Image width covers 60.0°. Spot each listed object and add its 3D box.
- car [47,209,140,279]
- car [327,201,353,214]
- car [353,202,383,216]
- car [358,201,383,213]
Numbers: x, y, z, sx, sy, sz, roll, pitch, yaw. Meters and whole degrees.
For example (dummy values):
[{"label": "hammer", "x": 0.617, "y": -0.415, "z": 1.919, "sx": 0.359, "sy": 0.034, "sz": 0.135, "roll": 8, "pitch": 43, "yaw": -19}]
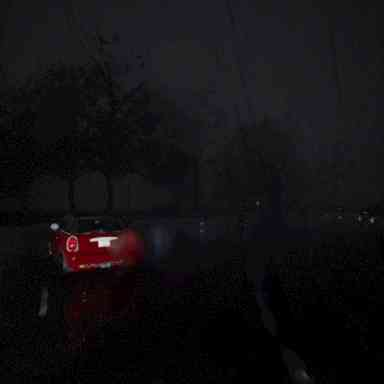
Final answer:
[{"label": "car", "x": -3.278, "y": 1.375, "z": 10.563, "sx": 2.097, "sy": 1.767, "sz": 4.553, "roll": -1, "pitch": 0, "yaw": -28}, {"label": "car", "x": 17.933, "y": 1.816, "z": 39.648, "sx": 5.008, "sy": 1.535, "sz": 1.882, "roll": 2, "pitch": -2, "yaw": -42}, {"label": "car", "x": 20.361, "y": 1.869, "z": 37.124, "sx": 5.357, "sy": 1.411, "sz": 2.033, "roll": 2, "pitch": -2, "yaw": -42}, {"label": "car", "x": 24.924, "y": 2.074, "z": 46.071, "sx": 5.008, "sy": 1.535, "sz": 1.882, "roll": 2, "pitch": -2, "yaw": -43}]
